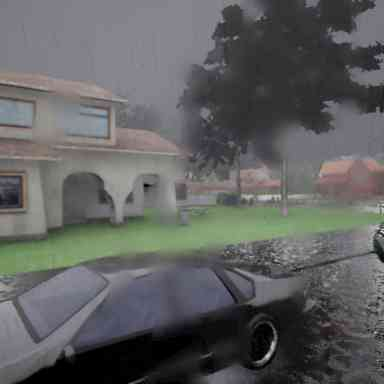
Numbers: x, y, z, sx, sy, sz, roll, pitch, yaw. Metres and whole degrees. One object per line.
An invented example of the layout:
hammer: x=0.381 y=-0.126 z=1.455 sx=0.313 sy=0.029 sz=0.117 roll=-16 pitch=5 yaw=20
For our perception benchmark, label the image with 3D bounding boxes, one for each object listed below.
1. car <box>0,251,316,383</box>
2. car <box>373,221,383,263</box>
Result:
car: x=-0.727 y=1.527 z=4.088 sx=5.357 sy=1.411 sz=2.033 roll=-1 pitch=0 yaw=-35
car: x=7.812 y=1.089 z=10.141 sx=5.566 sy=2.045 sz=2.150 roll=-1 pitch=0 yaw=-35
